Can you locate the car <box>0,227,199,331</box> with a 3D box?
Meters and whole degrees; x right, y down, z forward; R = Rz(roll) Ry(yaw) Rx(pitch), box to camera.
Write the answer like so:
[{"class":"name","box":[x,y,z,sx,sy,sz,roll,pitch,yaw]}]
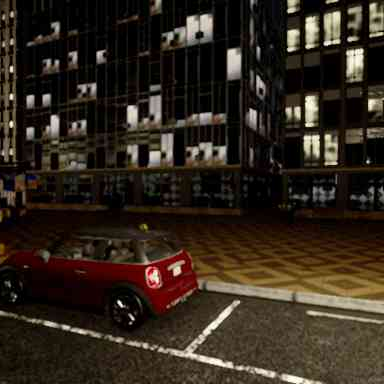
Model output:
[{"class":"car","box":[-2.030,1.441,6.784,4.097,1.590,1.967,0,0,25]}]
